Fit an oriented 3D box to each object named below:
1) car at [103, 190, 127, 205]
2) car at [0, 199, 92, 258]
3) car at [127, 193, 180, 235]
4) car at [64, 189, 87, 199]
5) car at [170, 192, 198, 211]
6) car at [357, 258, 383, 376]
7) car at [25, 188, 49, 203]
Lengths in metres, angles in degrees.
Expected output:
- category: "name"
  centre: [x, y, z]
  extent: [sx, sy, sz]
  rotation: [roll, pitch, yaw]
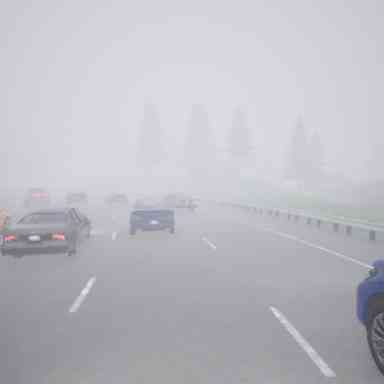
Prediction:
- category: "car"
  centre: [-7.590, 0.500, 32.881]
  extent: [1.812, 1.442, 4.674]
  rotation: [-1, 2, -24]
- category: "car"
  centre: [-4.629, 1.196, 11.327]
  extent: [2.033, 1.411, 5.357]
  rotation: [0, 2, -10]
- category: "car"
  centre: [-1.982, 0.983, 15.653]
  extent: [1.882, 1.535, 5.008]
  rotation: [0, 2, -11]
- category: "car"
  centre: [-11.894, 0.432, 33.847]
  extent: [1.882, 1.535, 5.008]
  rotation: [-1, 2, -26]
- category: "car"
  centre: [-1.190, 0.715, 26.255]
  extent: [2.033, 1.411, 5.357]
  rotation: [-1, 2, -19]
- category: "car"
  centre: [3.306, 1.146, 1.950]
  extent: [2.150, 2.045, 5.566]
  rotation: [0, 2, -3]
- category: "car"
  centre: [-15.236, 0.352, 32.685]
  extent: [2.097, 1.767, 4.553]
  rotation: [-1, 2, -26]
